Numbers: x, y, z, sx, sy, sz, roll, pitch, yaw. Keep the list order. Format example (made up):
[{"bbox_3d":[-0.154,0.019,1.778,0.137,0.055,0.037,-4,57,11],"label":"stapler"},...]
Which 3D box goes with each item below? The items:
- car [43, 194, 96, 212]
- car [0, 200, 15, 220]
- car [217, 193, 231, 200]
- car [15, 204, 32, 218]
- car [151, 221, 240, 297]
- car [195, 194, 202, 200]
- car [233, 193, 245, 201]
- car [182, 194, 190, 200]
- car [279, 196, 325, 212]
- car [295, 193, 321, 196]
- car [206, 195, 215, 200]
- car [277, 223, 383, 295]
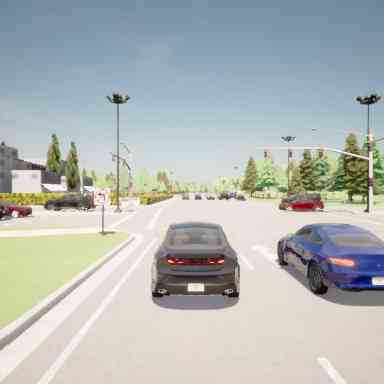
[{"bbox_3d":[-13.772,1.223,37.645,5.566,2.045,2.150,0,0,-1],"label":"car"},{"bbox_3d":[-17.354,1.221,25.900,5.566,2.045,2.150,0,0,-1],"label":"car"},{"bbox_3d":[8.740,1.218,91.353,2.150,2.045,5.566,0,0,0],"label":"car"},{"bbox_3d":[-16.779,1.478,29.408,5.008,1.535,1.882,0,0,-1],"label":"car"},{"bbox_3d":[0.080,1.505,8.538,1.837,1.490,4.892,0,0,0],"label":"car"},{"bbox_3d":[1.742,1.472,91.764,1.882,1.535,5.008,0,0,0],"label":"car"},{"bbox_3d":[12.216,1.500,84.503,1.837,1.490,4.892,0,0,0],"label":"car"},{"bbox_3d":[-1.760,1.518,91.360,2.128,1.511,4.902,0,0,0],"label":"car"},{"bbox_3d":[12.474,1.477,37.975,5.008,1.535,1.882,0,0,-1],"label":"car"},{"bbox_3d":[15.312,1.222,46.248,5.566,2.045,2.150,0,1,17],"label":"car"},{"bbox_3d":[5.243,1.590,92.199,1.895,1.301,4.718,0,0,0],"label":"car"},{"bbox_3d":[3.585,1.526,8.626,1.812,1.442,4.674,0,0,0],"label":"car"}]
